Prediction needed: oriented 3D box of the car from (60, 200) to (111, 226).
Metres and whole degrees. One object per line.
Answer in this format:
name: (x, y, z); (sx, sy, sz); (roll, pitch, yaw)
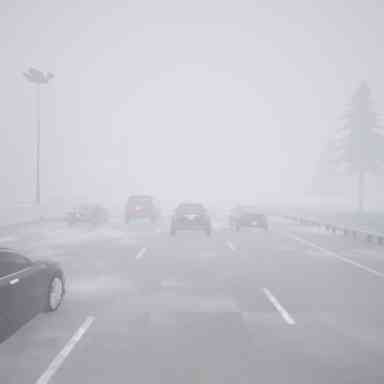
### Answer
car: (-7.132, 1.520, 23.196); (2.033, 1.411, 5.357); (0, 0, -1)

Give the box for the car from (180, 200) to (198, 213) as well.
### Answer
car: (-0.314, 1.594, 38.103); (1.895, 1.301, 4.718); (0, 0, -1)

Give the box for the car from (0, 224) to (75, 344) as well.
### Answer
car: (-3.423, 1.493, 4.726); (1.837, 1.490, 4.892); (0, 0, -1)

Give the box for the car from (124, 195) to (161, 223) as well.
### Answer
car: (-3.654, 1.206, 25.132); (2.150, 2.045, 5.566); (0, 0, -1)

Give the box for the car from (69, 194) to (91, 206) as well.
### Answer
car: (-18.143, 1.283, 54.070); (2.097, 1.767, 4.553); (0, 0, 0)

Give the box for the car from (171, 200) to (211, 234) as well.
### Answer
car: (-0.086, 1.349, 19.131); (2.097, 1.767, 4.553); (0, 0, -1)

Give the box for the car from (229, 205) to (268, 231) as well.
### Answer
car: (3.398, 1.534, 20.476); (1.812, 1.442, 4.674); (0, 0, -1)

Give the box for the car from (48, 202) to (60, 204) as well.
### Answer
car: (-21.638, 1.412, 53.910); (2.128, 1.511, 4.902); (0, 0, 0)
